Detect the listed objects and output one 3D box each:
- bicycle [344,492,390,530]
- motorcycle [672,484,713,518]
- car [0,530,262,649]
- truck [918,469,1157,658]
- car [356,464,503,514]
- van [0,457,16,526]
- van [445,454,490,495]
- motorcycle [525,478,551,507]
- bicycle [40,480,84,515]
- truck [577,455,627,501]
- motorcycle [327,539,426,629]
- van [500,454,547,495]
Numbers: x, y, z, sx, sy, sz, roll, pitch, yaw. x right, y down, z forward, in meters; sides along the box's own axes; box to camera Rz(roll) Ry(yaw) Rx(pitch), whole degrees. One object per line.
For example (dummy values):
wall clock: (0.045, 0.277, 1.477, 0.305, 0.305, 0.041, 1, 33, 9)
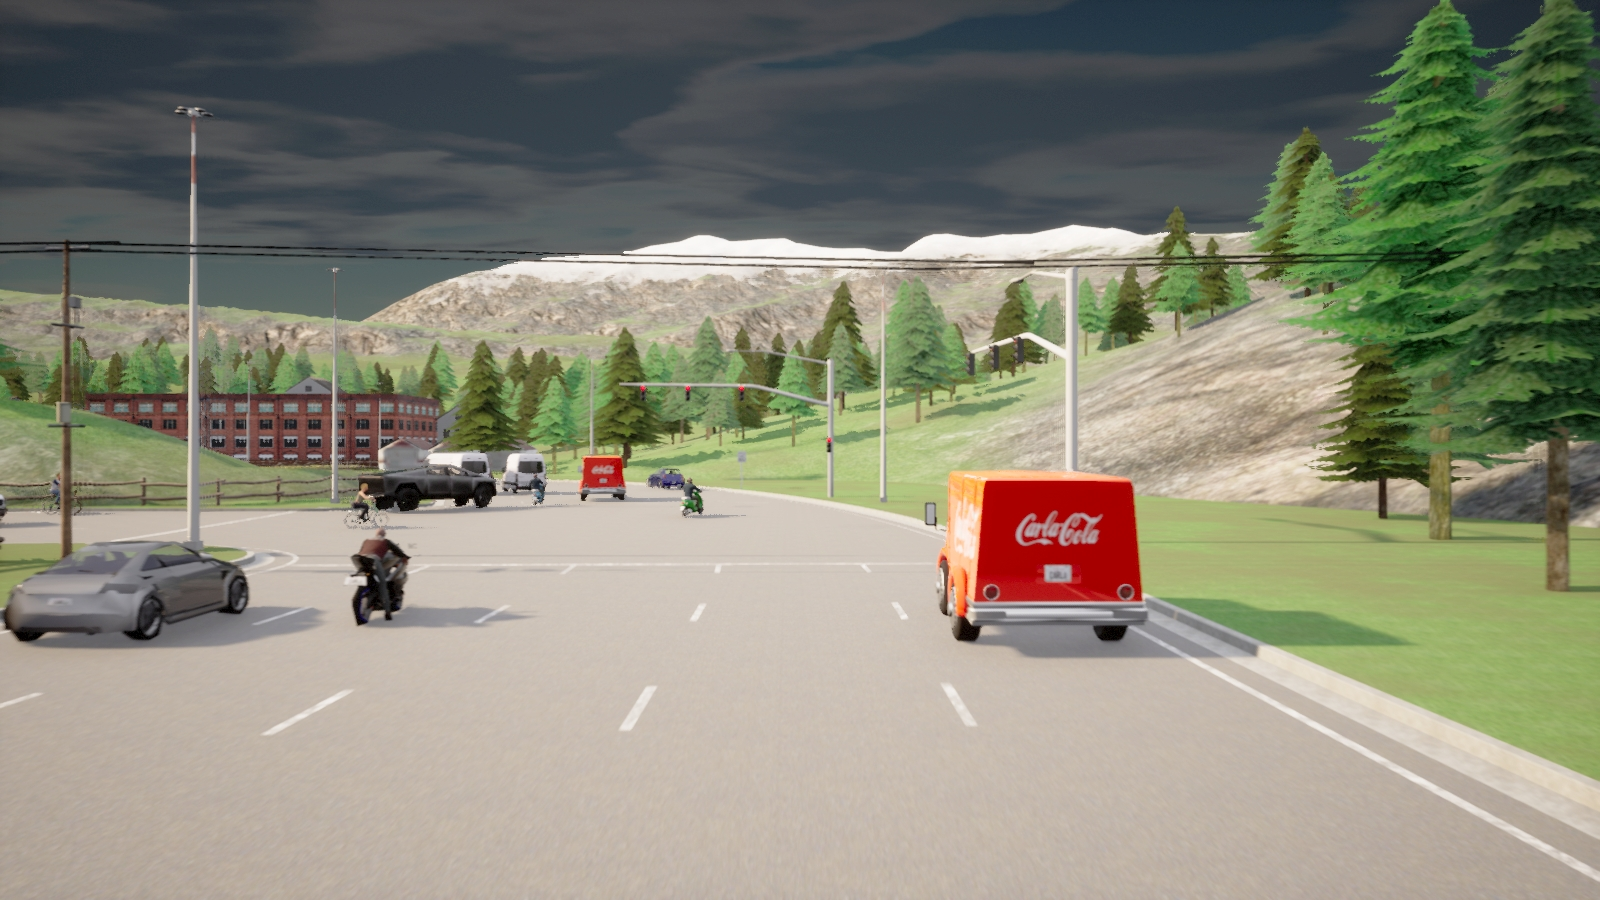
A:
bicycle: (-15.451, 2.158, 40.746, 1.487, 1.276, 0.859, 0, -1, -25)
motorcycle: (-4.510, 2.142, 48.027, 0.856, 1.316, 1.805, -3, -1, 24)
car: (-10.523, 2.119, 18.213, 1.994, 1.385, 4.181, 0, 0, -1)
truck: (3.480, 1.568, 18.020, 2.627, 2.467, 5.204, 0, 0, -1)
car: (-17.222, 1.753, 53.464, 2.390, 2.098, 6.274, 0, 0, 39)
van: (-32.705, 1.534, 42.318, 5.915, 2.561, 1.988, 0, 0, -1)
van: (-21.647, 1.535, 74.257, 1.988, 2.561, 5.915, 0, 0, -25)
motorcycle: (-13.122, 2.142, 57.333, 0.856, 1.316, 1.805, -5, 0, -3)
bicycle: (-31.873, 2.056, 49.336, 1.643, 1.496, 0.373, 0, 0, -1)
truck: (-11.367, 1.572, 65.319, 2.627, 2.467, 5.204, 0, 0, -12)
motorcycle: (-7.044, 2.205, 19.143, 0.867, 1.251, 2.209, 0, 0, -1)
van: (-18.228, 1.535, 75.102, 1.988, 2.561, 5.915, 0, 0, -23)
